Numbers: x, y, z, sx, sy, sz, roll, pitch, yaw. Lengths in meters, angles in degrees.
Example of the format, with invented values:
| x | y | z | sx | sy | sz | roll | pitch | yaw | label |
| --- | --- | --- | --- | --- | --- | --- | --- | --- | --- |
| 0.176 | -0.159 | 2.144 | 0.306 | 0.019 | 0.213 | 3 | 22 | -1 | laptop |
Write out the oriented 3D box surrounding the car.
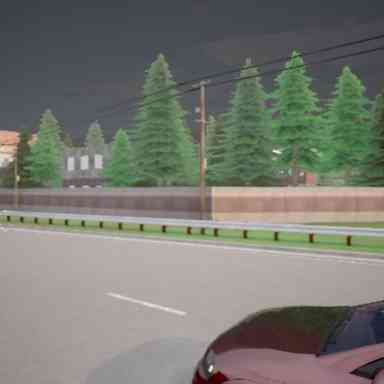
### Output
| x | y | z | sx | sy | sz | roll | pitch | yaw | label |
| --- | --- | --- | --- | --- | --- | --- | --- | --- | --- |
| 2.036 | 1.564 | 2.540 | 4.181 | 1.385 | 1.994 | 0 | 0 | 36 | car |
